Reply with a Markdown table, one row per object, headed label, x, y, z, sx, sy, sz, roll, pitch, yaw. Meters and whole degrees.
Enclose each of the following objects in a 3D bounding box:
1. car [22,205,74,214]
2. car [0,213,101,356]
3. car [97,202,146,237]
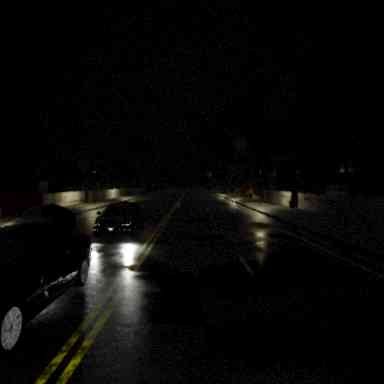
| label | x | y | z | sx | sy | sz | roll | pitch | yaw |
| --- | --- | --- | --- | --- | --- | --- | --- | --- | --- |
| car | -6.678 | 1.332 | 15.063 | 1.812 | 1.442 | 4.674 | 0 | 1 | 0 |
| car | -3.381 | 1.420 | 6.159 | 1.882 | 1.535 | 5.008 | 0 | 1 | 0 |
| car | -3.440 | 1.274 | 16.496 | 1.837 | 1.490 | 4.892 | 0 | 1 | 0 |
